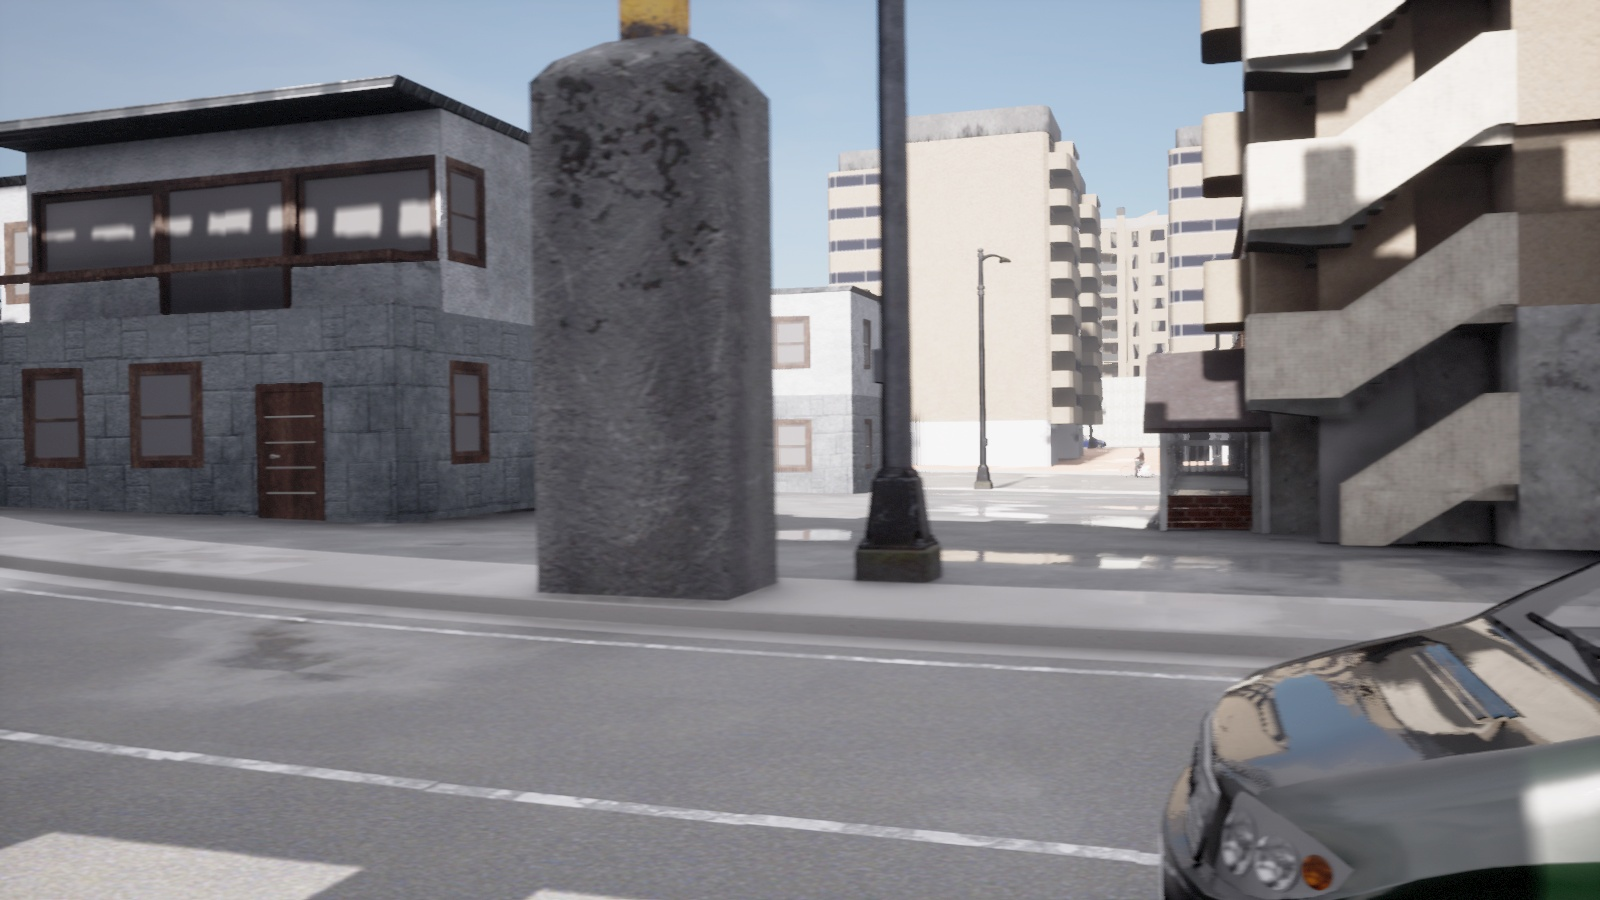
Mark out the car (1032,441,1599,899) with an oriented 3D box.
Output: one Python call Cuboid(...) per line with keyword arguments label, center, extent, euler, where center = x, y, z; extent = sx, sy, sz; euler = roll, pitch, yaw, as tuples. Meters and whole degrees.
Cuboid(label="car", center=(2.424, 0.777, 2.381), extent=(3.705, 1.549, 1.789), euler=(1, 1, 18))
